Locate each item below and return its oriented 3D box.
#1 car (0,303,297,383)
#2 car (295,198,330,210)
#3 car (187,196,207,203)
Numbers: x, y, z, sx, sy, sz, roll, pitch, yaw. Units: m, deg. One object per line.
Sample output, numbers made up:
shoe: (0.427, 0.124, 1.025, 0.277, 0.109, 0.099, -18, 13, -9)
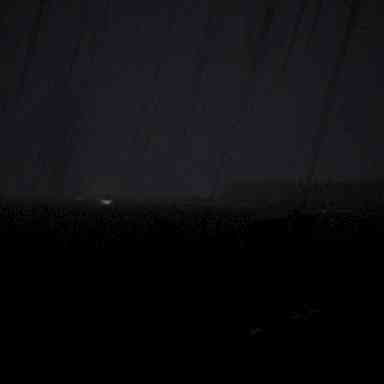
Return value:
car: (-1.575, 1.600, 1.948, 4.718, 1.301, 1.895, 0, 0, -35)
car: (14.910, 1.491, 41.256, 1.994, 1.385, 4.181, 1, 0, -35)
car: (0.958, 1.375, 61.238, 1.994, 1.385, 4.181, 1, 0, -35)
